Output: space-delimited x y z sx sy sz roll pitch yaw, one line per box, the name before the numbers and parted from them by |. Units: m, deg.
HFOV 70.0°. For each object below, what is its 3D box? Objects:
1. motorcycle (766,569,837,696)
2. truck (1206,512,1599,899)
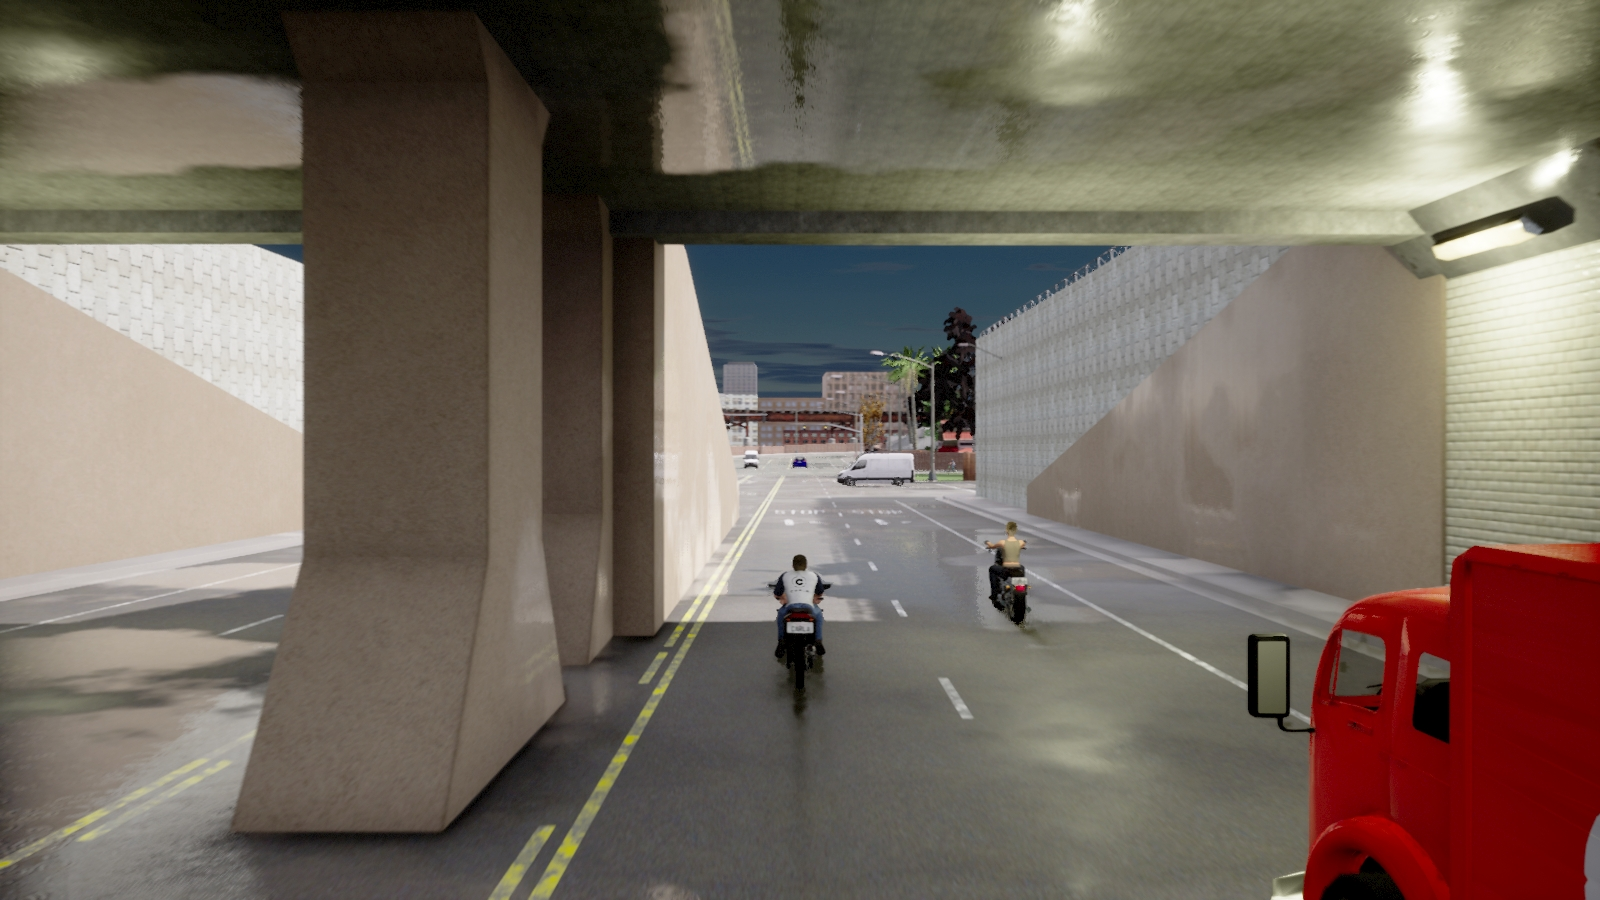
motorcycle | 0.017 2.173 13.931 0.803 1.224 2.033 0 0 0
truck | 3.499 1.568 3.553 2.627 2.467 5.204 0 0 0
